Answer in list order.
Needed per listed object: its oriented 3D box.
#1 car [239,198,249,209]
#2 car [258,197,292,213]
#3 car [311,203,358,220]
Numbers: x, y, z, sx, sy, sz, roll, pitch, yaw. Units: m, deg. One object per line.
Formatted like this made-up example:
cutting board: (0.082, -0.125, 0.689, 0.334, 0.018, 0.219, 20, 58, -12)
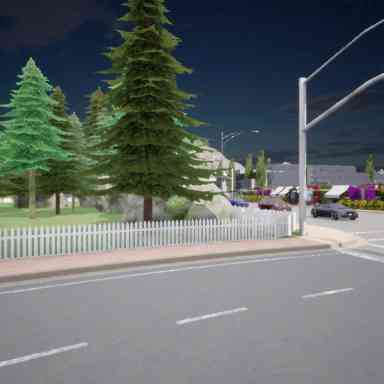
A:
car: (6.382, 1.533, 47.601, 1.882, 1.535, 5.008, 0, 0, -17)
car: (9.312, 1.408, 37.707, 2.097, 1.767, 4.553, 0, 0, -16)
car: (12.066, 1.619, 28.416, 1.994, 1.385, 4.181, 0, 0, -16)
